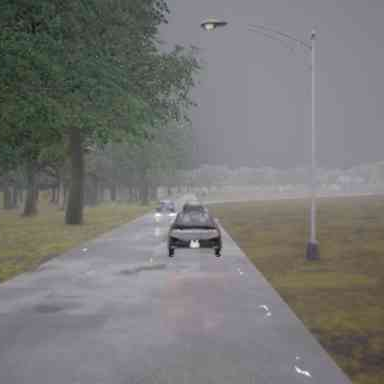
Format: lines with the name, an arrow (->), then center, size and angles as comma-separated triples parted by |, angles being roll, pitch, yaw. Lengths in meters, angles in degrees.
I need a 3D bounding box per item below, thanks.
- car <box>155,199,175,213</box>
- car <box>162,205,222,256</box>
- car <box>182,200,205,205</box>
car -> -2.822, 1.486, 36.024 | 1.812, 1.442, 4.674 | 0, 0, 0
car -> 0.094, 1.467, 12.981 | 2.128, 1.511, 4.902 | 0, 0, 0
car -> 0.111, 1.438, 29.789 | 1.882, 1.535, 5.008 | 0, 0, 0
